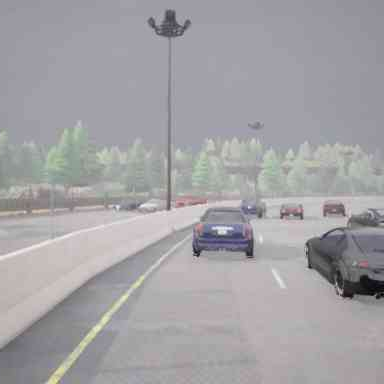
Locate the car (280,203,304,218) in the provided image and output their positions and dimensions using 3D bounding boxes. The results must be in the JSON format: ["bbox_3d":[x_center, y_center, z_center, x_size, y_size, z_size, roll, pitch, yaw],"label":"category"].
[{"bbox_3d":[8.891,1.599,29.400,1.895,1.301,4.718,0,0,19],"label":"car"}]

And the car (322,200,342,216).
[{"bbox_3d":[13.852,1.490,32.533,1.882,1.535,5.008,0,0,22],"label":"car"}]

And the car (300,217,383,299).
[{"bbox_3d":[4.228,1.569,8.435,1.994,1.385,4.181,0,0,6],"label":"car"}]

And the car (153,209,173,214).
[{"bbox_3d":[-4.031,1.475,35.219,1.812,1.442,4.674,0,0,20],"label":"car"}]

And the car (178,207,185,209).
[{"bbox_3d":[-0.150,1.183,35.754,2.150,2.045,5.566,0,0,22],"label":"car"}]

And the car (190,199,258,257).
[{"bbox_3d":[1.314,1.342,13.118,2.097,1.767,4.553,0,0,8],"label":"car"}]

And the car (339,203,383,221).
[{"bbox_3d":[8.813,1.505,15.649,2.128,1.511,4.902,0,0,10],"label":"car"}]

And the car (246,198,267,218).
[{"bbox_3d":[5.573,1.338,30.349,2.097,1.767,4.553,0,0,18],"label":"car"}]
